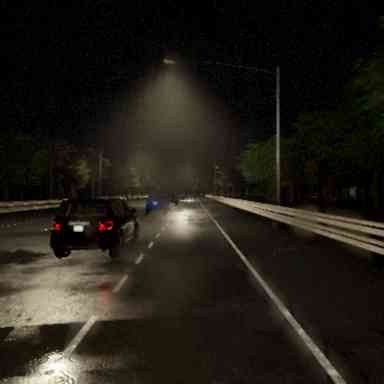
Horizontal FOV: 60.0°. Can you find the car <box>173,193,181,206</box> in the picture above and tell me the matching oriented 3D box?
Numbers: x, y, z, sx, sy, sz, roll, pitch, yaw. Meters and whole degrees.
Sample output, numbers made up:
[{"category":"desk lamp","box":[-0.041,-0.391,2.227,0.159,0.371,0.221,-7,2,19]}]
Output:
[{"category":"car","box":[-3.454,1.269,57.703,2.150,2.045,5.566,0,0,0]}]

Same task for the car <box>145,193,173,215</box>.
[{"category":"car","box":[-3.496,1.237,34.542,2.150,2.045,5.566,0,0,0]}]

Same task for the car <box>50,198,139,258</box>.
[{"category":"car","box":[-3.499,1.225,12.946,2.150,2.045,5.566,0,0,0]}]
